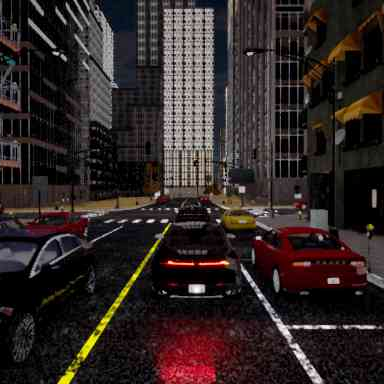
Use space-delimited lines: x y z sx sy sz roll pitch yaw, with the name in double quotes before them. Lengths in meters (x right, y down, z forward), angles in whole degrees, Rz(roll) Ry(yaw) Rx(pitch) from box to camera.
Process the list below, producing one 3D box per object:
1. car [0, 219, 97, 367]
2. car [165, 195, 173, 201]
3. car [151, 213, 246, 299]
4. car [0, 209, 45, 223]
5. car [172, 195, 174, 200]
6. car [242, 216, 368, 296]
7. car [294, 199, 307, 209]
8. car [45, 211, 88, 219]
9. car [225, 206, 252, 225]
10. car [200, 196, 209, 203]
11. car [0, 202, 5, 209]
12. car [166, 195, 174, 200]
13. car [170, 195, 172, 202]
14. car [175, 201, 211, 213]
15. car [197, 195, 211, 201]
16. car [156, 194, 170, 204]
"car" -3.103 1.490 5.824 2.128 1.511 4.902 0 0 0
"car" -5.865 1.516 85.130 1.752 1.417 4.829 -1 0 0
"car" 0.082 1.502 8.434 1.837 1.490 4.892 0 0 0
"car" -5.716 1.438 8.502 1.967 1.590 4.097 -1 0 0
"car" -5.845 1.306 74.181 2.192 1.841 5.009 -1 0 0
"car" 2.666 1.543 8.504 1.887 1.381 4.507 -1 0 0
"car" 14.176 1.252 38.698 4.507 1.381 1.887 -1 1 -1
"car" -5.726 1.541 14.026 1.887 1.381 4.507 -1 0 0
"car" 2.644 1.521 19.721 1.752 1.417 4.829 -1 0 0
"car" 2.548 1.517 68.806 1.752 1.417 4.829 -1 0 0
"car" -23.922 1.742 38.300 4.097 1.590 1.967 -1 1 -1
"car" -5.875 1.536 90.859 1.887 1.381 4.507 -1 0 0
"car" -5.834 1.306 68.622 2.192 1.841 5.009 -1 0 0
"car" 0.060 1.474 18.706 1.882 1.535 5.008 0 0 0
"car" 2.558 1.432 63.077 1.967 1.590 4.097 -1 0 0
"car" -5.821 1.536 63.062 1.887 1.381 4.507 -1 0 0
